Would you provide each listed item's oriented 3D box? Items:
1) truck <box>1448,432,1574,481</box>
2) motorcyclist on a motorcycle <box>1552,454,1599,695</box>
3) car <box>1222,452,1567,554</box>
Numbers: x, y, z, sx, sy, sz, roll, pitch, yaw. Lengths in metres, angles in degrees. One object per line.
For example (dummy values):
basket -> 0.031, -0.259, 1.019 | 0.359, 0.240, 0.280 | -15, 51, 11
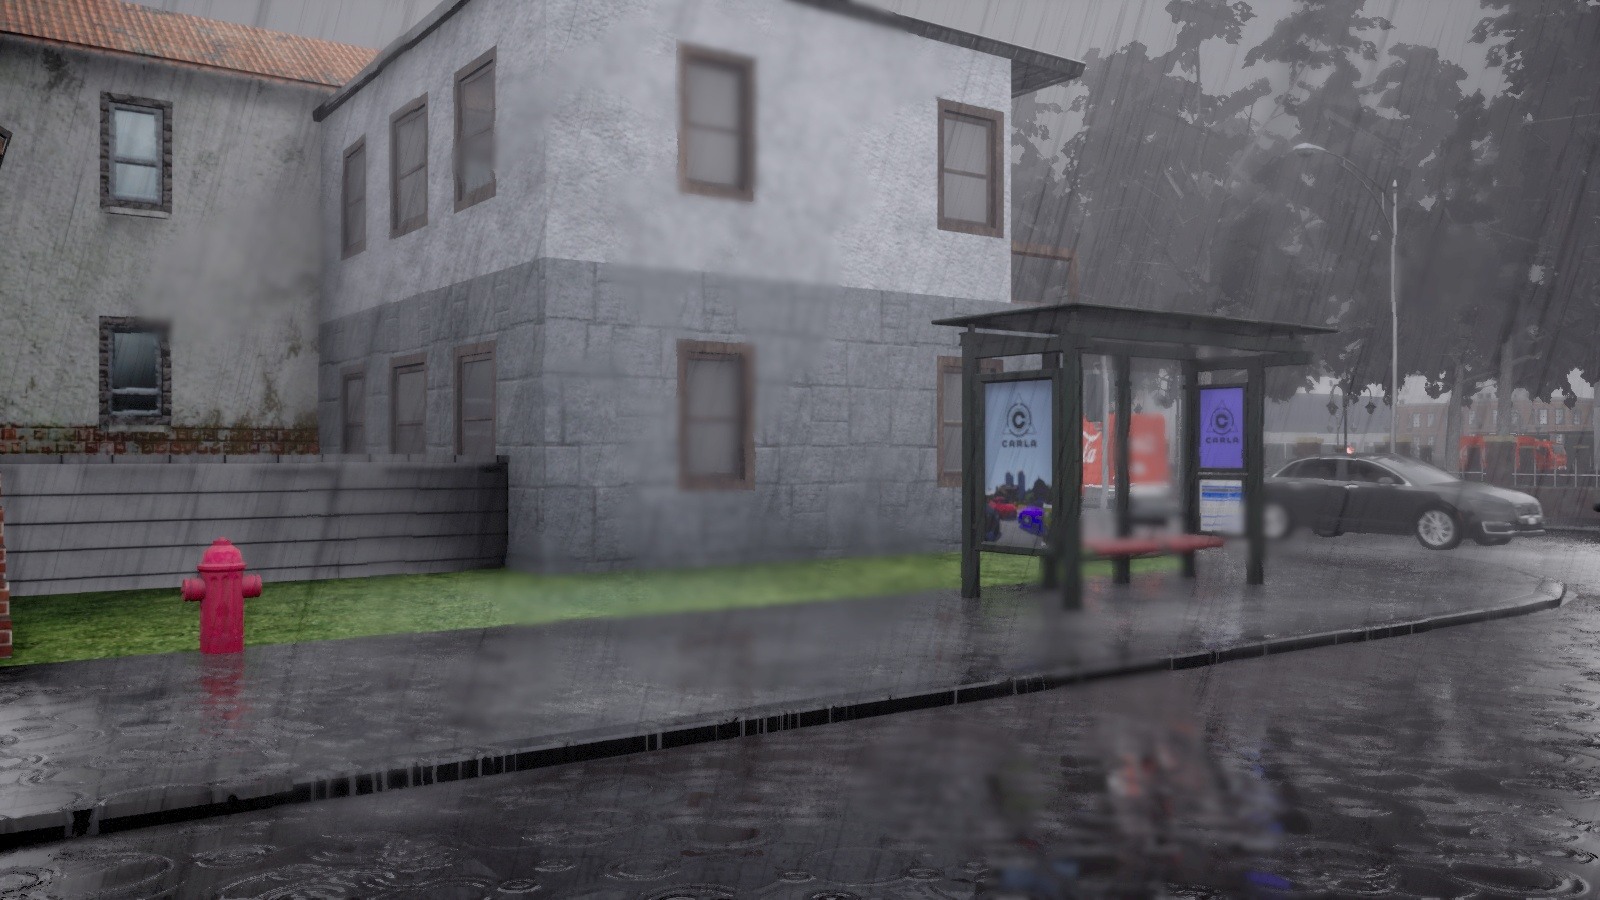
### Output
truck -> 37.659, 0.341, 66.607 | 2.627, 2.467, 5.204 | 0, 0, -35
motorcyclist on a motorcycle -> 6.056, 0.788, 8.447 | 2.191, 1.530, 0.866 | 0, 0, -34
car -> 9.666, 0.780, 20.842 | 1.837, 1.490, 4.892 | 0, 0, -35
